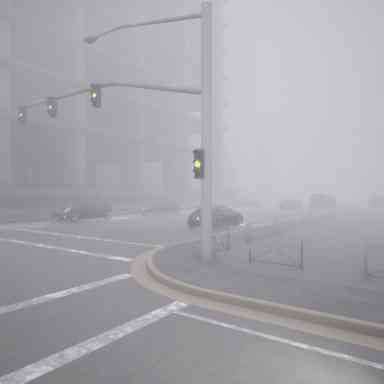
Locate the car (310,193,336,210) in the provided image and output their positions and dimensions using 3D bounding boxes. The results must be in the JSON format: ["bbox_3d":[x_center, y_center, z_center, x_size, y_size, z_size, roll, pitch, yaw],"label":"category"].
[{"bbox_3d":[16.620,1.166,42.117,2.150,2.045,5.566,0,0,35],"label":"car"}]

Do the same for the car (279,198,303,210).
[{"bbox_3d":[12.696,1.508,42.631,1.994,1.385,4.181,0,0,35],"label":"car"}]

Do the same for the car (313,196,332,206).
[{"bbox_3d":[21.844,1.422,55.548,1.882,1.535,5.008,0,0,35],"label":"car"}]

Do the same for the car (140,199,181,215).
[{"bbox_3d":[-3.065,1.436,32.831,2.128,1.511,4.902,0,0,35],"label":"car"}]

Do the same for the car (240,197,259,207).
[{"bbox_3d":[8.246,1.470,48.734,1.812,1.442,4.674,0,0,36],"label":"car"}]

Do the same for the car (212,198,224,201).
[{"bbox_3d":[2.385,1.422,40.519,1.882,1.535,5.008,0,0,36],"label":"car"}]

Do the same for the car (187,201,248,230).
[{"bbox_3d":[1.530,1.508,20.800,1.994,1.385,4.181,0,0,35],"label":"car"}]

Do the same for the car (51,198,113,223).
[{"bbox_3d":[-8.329,1.297,25.407,2.097,1.767,4.553,0,0,36],"label":"car"}]
